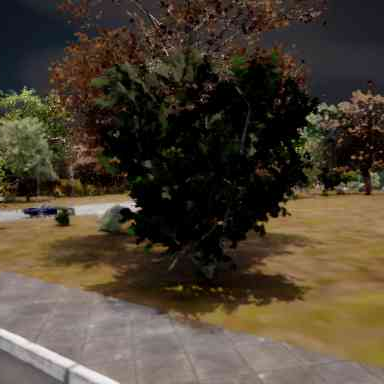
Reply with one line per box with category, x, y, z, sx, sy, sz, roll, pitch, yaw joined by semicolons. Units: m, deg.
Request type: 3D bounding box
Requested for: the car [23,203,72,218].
car;-14.626;1.824;34.213;1.895;1.301;4.718;-1;1;39
